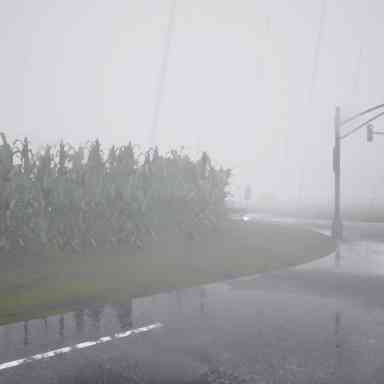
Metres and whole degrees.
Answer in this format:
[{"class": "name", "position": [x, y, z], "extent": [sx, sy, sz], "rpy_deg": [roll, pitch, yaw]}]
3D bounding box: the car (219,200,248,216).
[{"class": "car", "position": [3.143, 1.501, 31.939], "extent": [2.033, 1.411, 5.357], "rpy_deg": [1, 0, -26]}]
